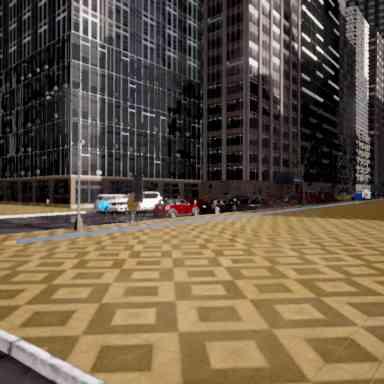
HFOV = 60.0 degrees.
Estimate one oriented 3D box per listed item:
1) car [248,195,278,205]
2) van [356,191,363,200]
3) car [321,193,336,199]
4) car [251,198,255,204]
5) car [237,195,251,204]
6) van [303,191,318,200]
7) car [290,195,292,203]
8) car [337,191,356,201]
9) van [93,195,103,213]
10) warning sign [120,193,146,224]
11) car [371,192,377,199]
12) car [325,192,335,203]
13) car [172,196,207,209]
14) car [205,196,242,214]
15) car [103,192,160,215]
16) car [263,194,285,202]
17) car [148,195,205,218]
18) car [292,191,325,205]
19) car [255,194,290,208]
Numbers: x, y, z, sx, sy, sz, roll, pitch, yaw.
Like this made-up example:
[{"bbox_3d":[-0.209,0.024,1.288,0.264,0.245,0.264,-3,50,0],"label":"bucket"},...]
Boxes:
[{"bbox_3d":[10.799,1.133,50.146,2.033,1.411,5.357,0,1,41],"label":"car"},{"bbox_3d":[35.672,0.689,70.471,1.690,1.788,3.998,1,1,41],"label":"van"},{"bbox_3d":[33.007,0.840,80.258,1.947,1.339,4.313,1,1,41],"label":"car"},{"bbox_3d":[10.713,1.173,45.331,2.033,1.411,5.357,0,1,41],"label":"car"},{"bbox_3d":[7.141,1.162,49.979,1.947,1.339,4.313,1,1,40],"label":"car"},{"bbox_3d":[25.618,0.707,71.603,1.690,1.788,3.998,1,1,41],"label":"van"},{"bbox_3d":[16.995,1.038,52.762,2.128,1.511,4.902,0,1,41],"label":"car"},{"bbox_3d":[28.392,0.964,61.951,1.752,1.417,4.829,1,1,40],"label":"car"},{"bbox_3d":[-7.728,1.122,32.754,1.690,1.788,3.998,1,1,40],"label":"van"},{"bbox_3d":[-3.684,0.986,20.762,1.300,1.860,1.060,0,0,41],"label":"warning sign"},{"bbox_3d":[39.366,0.853,74.799,2.008,1.369,4.403,1,1,41],"label":"car"},{"bbox_3d":[20.892,0.847,53.168,2.192,1.841,5.009,1,1,41],"label":"car"},{"bbox_3d":[-0.254,1.233,41.335,1.887,1.381,4.507,1,1,40],"label":"car"},{"bbox_3d":[2.467,1.330,31.503,1.947,1.339,4.313,1,1,41],"label":"car"},{"bbox_3d":[-5.216,1.006,31.532,2.150,2.045,5.566,0,1,41],"label":"car"},{"bbox_3d":[14.532,1.070,58.630,1.947,1.339,4.313,1,1,40],"label":"car"},{"bbox_3d":[-1.184,1.251,27.140,1.967,1.590,4.097,1,1,40],"label":"car"},{"bbox_3d":[17.197,0.894,48.843,2.192,1.841,5.009,1,1,41],"label":"car"},{"bbox_3d":[9.806,1.253,40.196,1.802,1.307,4.206,1,1,41],"label":"car"}]
